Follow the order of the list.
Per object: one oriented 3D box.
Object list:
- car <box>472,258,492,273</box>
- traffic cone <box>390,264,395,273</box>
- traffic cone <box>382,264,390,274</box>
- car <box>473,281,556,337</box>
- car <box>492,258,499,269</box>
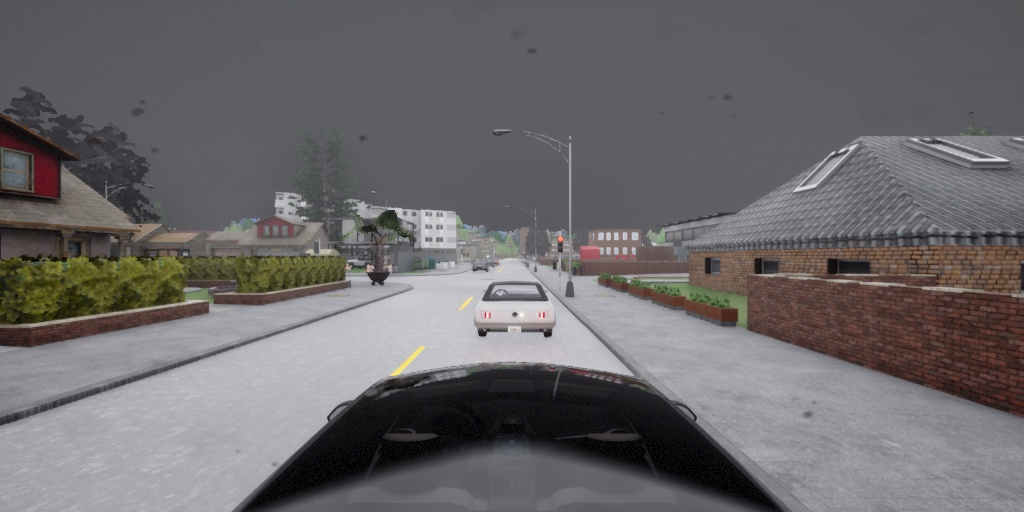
[{"bbox_3d":[-3.861,1.255,44.466,1.837,1.490,4.892,0,0,0],"label":"car"},{"bbox_3d":[-15.152,1.558,44.755,0.344,0.586,0.344,0,0,0],"label":"traffic cone"},{"bbox_3d":[-15.516,1.561,44.187,0.344,0.586,0.344,0,0,0],"label":"traffic cone"},{"bbox_3d":[0.098,1.351,10.234,1.895,1.301,4.718,0,0,1],"label":"car"},{"bbox_3d":[-3.770,1.296,58.786,2.033,1.411,5.357,0,0,1],"label":"car"}]
